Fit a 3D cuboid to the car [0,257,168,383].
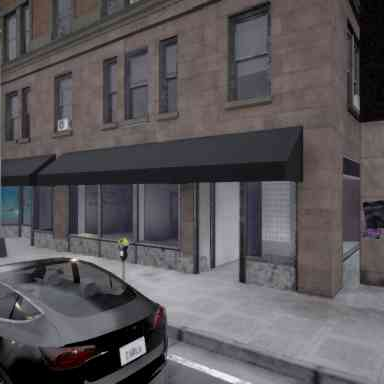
[{"bbox_3d":[-2.260,1.566,4.413,4.313,1.339,1.947,0,0,35],"label":"car"}]
